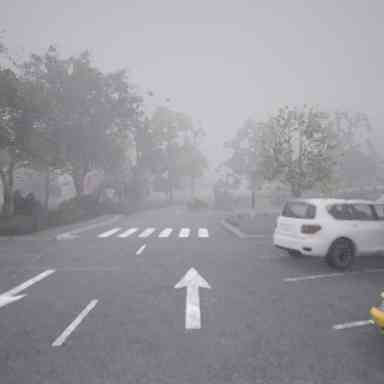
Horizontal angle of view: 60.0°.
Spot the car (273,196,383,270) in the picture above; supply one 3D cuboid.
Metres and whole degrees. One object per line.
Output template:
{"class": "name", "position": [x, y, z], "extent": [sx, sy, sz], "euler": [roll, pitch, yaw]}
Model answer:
{"class": "car", "position": [5.402, 1.254, 11.063], "extent": [5.566, 2.045, 2.435], "euler": [1, 0, -20]}

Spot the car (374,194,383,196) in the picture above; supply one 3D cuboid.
{"class": "car", "position": [18.385, 1.291, 27.042], "extent": [2.435, 2.045, 5.566], "euler": [0, 1, -21]}

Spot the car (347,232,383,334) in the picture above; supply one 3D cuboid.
{"class": "car", "position": [5.206, 1.489, 4.970], "extent": [5.366, 1.575, 1.946], "euler": [1, 0, -20]}

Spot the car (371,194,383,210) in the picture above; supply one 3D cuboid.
{"class": "car", "position": [27.085, 1.330, 44.212], "extent": [2.435, 2.045, 5.566], "euler": [1, -1, -22]}

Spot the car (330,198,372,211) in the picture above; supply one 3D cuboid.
{"class": "car", "position": [21.002, 1.609, 44.099], "extent": [2.163, 1.488, 4.792], "euler": [0, -1, -21]}

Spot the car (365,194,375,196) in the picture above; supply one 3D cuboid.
{"class": "car", "position": [24.025, 1.329, 44.178], "extent": [2.435, 2.045, 5.566], "euler": [0, -1, -21]}
